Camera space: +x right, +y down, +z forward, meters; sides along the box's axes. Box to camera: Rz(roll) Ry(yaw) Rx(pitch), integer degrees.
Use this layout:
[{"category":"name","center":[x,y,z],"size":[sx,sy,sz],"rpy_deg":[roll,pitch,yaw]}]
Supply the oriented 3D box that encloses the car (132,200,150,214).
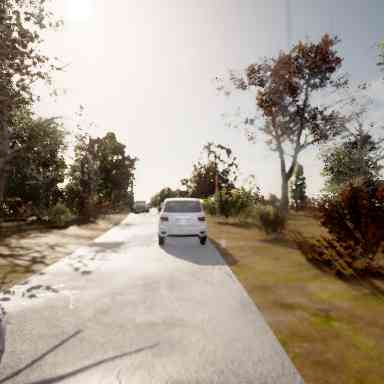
[{"category":"car","center":[-6.438,1.805,41.889],"size":[2.097,1.767,4.553],"rpy_deg":[0,-1,-9]}]

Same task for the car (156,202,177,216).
[{"category":"car","center":[-3.077,1.967,39.354],"size":[2.033,1.411,5.357],"rpy_deg":[0,-1,-9]}]

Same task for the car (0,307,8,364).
[{"category":"car","center":[-2.912,1.533,1.894],"size":[1.812,1.442,4.674],"rpy_deg":[0,0,-1]}]

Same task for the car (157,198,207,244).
[{"category":"car","center":[-0.540,1.313,16.420],"size":[2.150,2.045,5.566],"rpy_deg":[0,-1,-4]}]
